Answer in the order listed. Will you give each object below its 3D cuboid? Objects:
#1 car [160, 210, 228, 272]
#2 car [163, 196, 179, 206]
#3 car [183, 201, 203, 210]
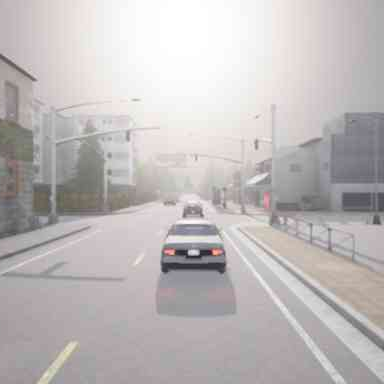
[{"bbox_3d":[0.059,1.530,10.639,2.033,1.411,5.357,0,0,0],"label":"car"},{"bbox_3d":[-3.571,1.521,53.515,1.895,1.301,4.718,0,0,0],"label":"car"},{"bbox_3d":[0.088,1.602,32.438,1.812,1.442,4.674,0,-1,0],"label":"car"}]
